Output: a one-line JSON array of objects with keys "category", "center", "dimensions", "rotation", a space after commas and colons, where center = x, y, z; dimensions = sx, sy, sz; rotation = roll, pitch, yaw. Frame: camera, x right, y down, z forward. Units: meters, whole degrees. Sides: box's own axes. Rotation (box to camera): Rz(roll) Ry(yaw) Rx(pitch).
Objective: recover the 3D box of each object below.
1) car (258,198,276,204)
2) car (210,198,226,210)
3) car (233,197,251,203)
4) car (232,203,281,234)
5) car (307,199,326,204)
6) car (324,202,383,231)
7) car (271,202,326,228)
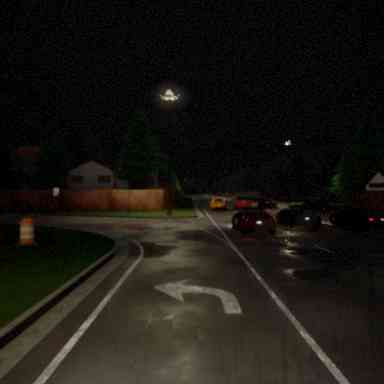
[{"category": "car", "center": [10.386, 1.570, 46.035], "dimensions": [2.128, 1.511, 4.902], "rotation": [0, 0, 0]}, {"category": "car", "center": [3.399, 1.553, 44.061], "dimensions": [1.882, 1.535, 5.008], "rotation": [0, 0, 0]}, {"category": "car", "center": [6.885, 1.431, 46.141], "dimensions": [2.097, 1.767, 4.553], "rotation": [0, 0, 0]}, {"category": "car", "center": [3.551, 1.598, 19.626], "dimensions": [1.994, 1.385, 4.181], "rotation": [0, 0, 0]}, {"category": "car", "center": [13.941, 1.555, 37.494], "dimensions": [2.128, 1.511, 4.902], "rotation": [0, 0, 0]}, {"category": "car", "center": [10.543, 1.583, 20.949], "dimensions": [2.033, 1.411, 5.357], "rotation": [0, 0, 0]}, {"category": "car", "center": [7.035, 1.602, 22.357], "dimensions": [1.994, 1.385, 4.181], "rotation": [0, 0, 0]}]
